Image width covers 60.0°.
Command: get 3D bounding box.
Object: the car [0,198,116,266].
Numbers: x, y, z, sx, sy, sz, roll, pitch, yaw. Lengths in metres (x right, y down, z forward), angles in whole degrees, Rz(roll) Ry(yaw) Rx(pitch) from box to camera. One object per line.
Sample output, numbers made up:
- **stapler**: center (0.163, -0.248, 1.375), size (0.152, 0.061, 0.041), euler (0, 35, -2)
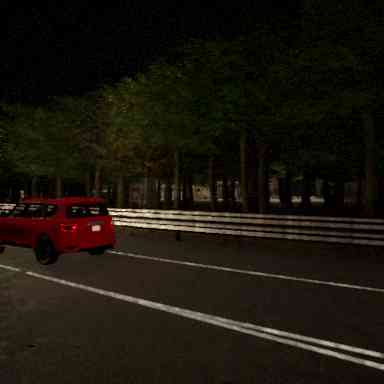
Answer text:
- **car**: center (-5.162, 1.225, 11.867), size (5.566, 2.045, 2.150), euler (0, 0, 35)
